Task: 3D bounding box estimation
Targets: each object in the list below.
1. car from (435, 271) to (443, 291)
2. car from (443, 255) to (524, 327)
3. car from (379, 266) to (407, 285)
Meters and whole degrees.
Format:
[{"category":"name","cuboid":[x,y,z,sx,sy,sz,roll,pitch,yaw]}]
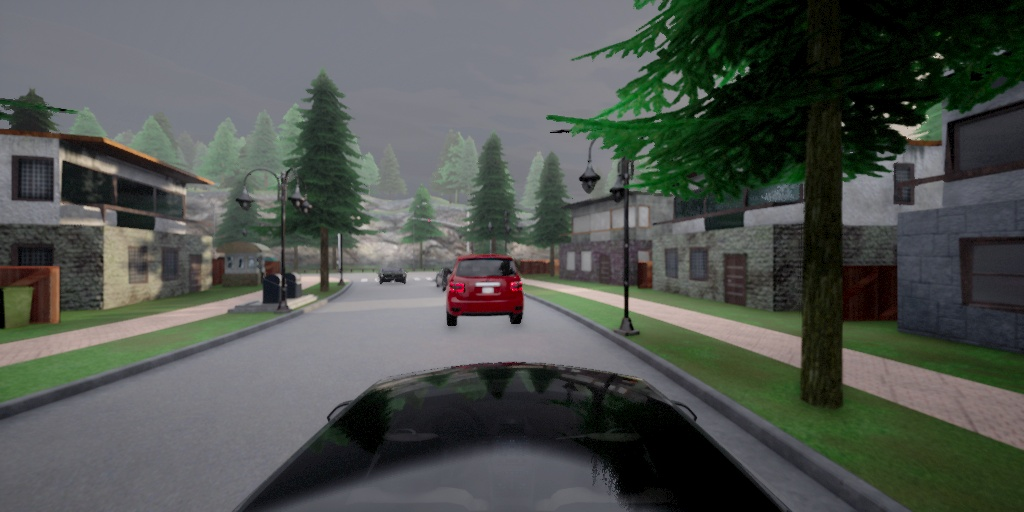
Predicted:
[{"category":"car","cuboid":[-3.548,1.331,22.013,2.033,1.411,5.357,0,0,-18]},{"category":"car","cuboid":[-1.046,0.987,11.852,2.150,2.045,5.566,0,0,-9]},{"category":"car","cuboid":[-9.004,1.446,26.892,1.895,1.301,4.718,0,0,-20]}]
